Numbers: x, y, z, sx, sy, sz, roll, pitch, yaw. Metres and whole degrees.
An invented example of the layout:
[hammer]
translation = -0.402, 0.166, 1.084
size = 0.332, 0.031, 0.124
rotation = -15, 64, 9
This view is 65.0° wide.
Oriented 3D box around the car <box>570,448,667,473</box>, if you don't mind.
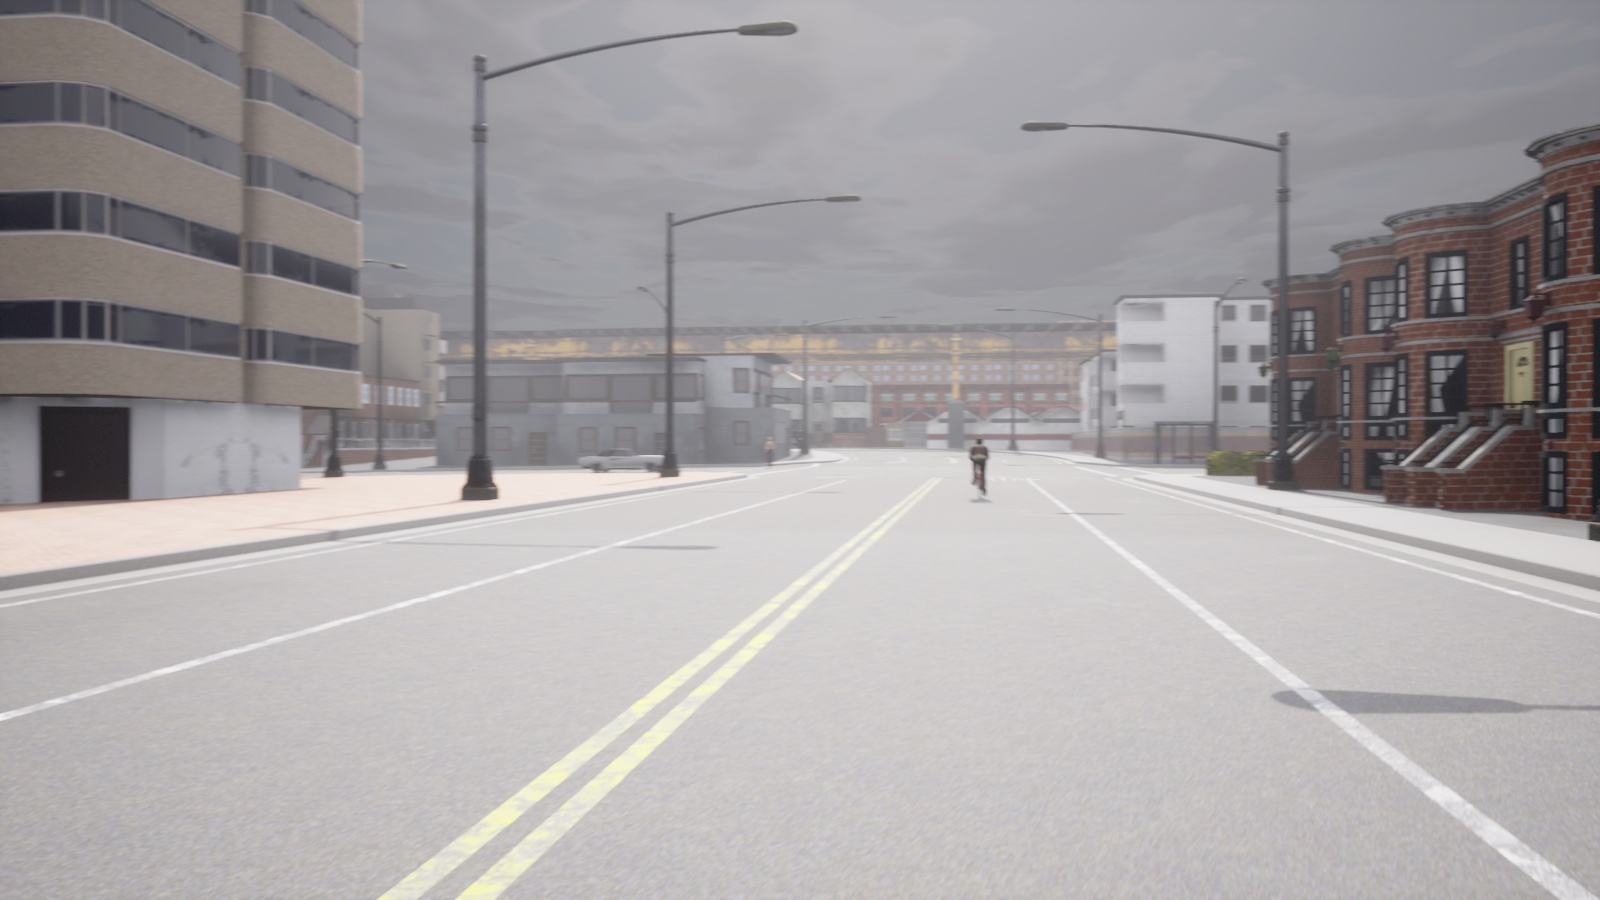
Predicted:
[car]
translation = -9.610, 0.549, 66.644
size = 4.718, 1.301, 1.895
rotation = -1, 0, 6
